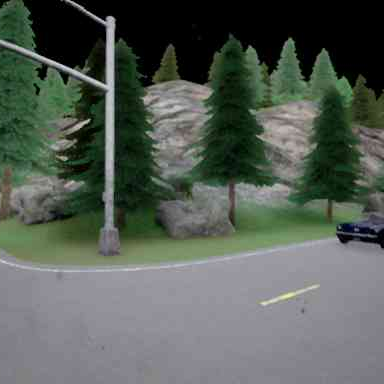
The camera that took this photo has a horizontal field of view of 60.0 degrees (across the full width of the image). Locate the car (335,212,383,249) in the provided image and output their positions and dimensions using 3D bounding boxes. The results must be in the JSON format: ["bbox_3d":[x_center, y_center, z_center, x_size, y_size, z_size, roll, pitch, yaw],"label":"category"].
[{"bbox_3d":[8.200,1.569,14.513,4.718,1.301,1.895,0,0,-39],"label":"car"}]
